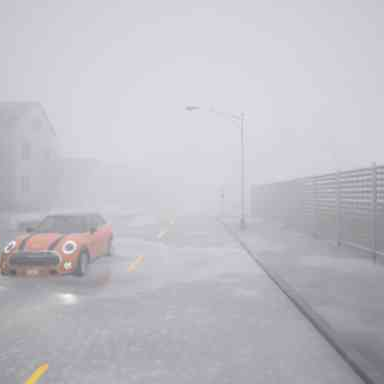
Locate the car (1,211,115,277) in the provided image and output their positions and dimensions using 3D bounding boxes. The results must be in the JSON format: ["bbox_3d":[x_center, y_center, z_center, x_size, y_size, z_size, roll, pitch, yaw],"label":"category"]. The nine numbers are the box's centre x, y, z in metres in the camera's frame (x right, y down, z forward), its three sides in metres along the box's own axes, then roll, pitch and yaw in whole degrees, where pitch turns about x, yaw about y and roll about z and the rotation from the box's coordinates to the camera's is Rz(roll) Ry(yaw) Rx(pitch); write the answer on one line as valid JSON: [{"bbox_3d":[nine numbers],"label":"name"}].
[{"bbox_3d":[-3.981,1.462,10.632,2.097,1.767,4.553,0,-1,1],"label":"car"}]
